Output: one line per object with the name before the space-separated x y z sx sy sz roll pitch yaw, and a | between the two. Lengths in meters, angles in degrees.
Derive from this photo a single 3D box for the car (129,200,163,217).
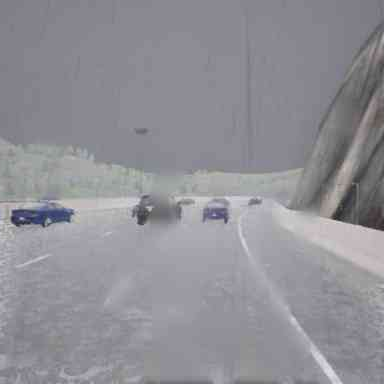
car | -4.212 1.491 31.311 1.812 1.442 4.674 1 0 11

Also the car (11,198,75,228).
car | -9.297 1.358 21.229 1.882 1.535 5.008 0 0 7

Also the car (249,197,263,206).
car | 12.049 1.741 62.622 1.837 1.490 4.892 0 0 23

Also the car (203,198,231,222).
car | 2.053 1.532 26.862 1.882 1.535 5.008 0 0 10

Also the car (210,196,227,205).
car | 5.233 1.613 64.292 1.882 1.535 5.008 0 0 22

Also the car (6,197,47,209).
car | -20.232 1.336 40.878 1.895 1.301 4.718 1 0 12

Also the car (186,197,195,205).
car | -0.907 1.602 57.769 1.994 1.385 4.181 1 0 20

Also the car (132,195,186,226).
car | -2.166 1.210 23.459 2.150 2.045 5.566 0 0 9

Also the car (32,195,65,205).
car | -23.787 1.309 55.333 2.033 1.411 5.357 1 0 16
